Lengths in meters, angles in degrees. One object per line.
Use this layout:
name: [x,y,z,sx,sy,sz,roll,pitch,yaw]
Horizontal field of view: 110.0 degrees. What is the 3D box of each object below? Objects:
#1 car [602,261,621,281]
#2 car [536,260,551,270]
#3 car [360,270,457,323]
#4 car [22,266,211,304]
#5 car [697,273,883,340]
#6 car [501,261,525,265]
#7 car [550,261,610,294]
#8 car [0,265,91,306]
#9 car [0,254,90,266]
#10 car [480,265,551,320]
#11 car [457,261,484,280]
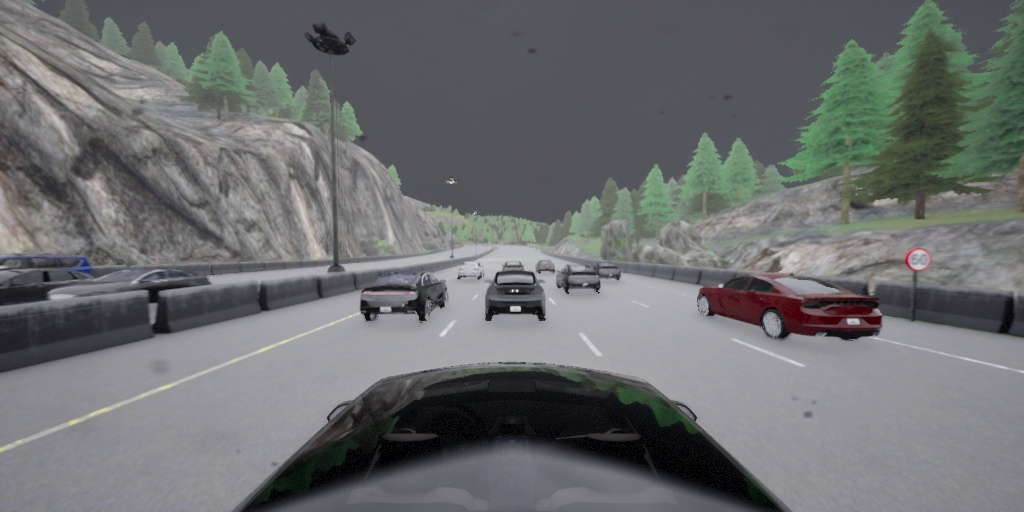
car: [7.098,1.150,28.232,2.128,1.511,4.902,0,0,0]
car: [3.597,1.115,39.016,2.033,1.411,5.357,0,1,0]
car: [-3.401,1.215,12.077,2.128,1.511,4.902,0,0,0]
car: [-14.036,1.212,13.559,2.128,1.511,4.902,0,0,1]
car: [7.099,1.207,9.931,1.882,1.535,5.008,0,0,0]
car: [0.098,1.132,30.816,2.128,1.511,4.902,0,0,0]
car: [3.598,1.191,20.048,2.128,1.511,4.902,0,0,0]
car: [-17.545,1.228,12.743,1.837,1.490,4.892,0,0,1]
car: [-21.021,0.942,14.863,2.150,2.045,5.566,0,0,0]
car: [0.099,1.227,12.458,1.837,1.490,4.892,0,0,0]
car: [-3.402,1.171,30.205,1.812,1.442,4.674,0,0,0]
